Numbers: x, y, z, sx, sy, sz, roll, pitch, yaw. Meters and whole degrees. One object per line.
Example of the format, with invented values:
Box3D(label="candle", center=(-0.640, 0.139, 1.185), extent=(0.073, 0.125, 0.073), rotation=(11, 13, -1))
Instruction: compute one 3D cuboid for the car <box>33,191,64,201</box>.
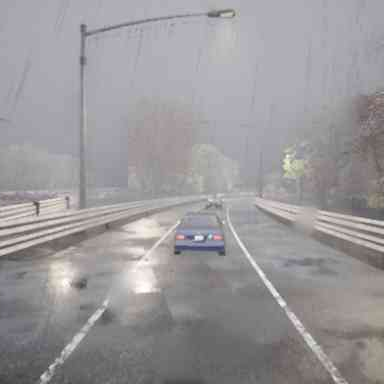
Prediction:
Box3D(label="car", center=(-18.619, 0.804, 43.481), extent=(2.128, 1.511, 4.902), rotation=(0, 0, -11))

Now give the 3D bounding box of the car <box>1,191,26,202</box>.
Box3D(label="car", center=(-27.118, 0.653, 50.500), extent=(1.882, 1.535, 5.008), rotation=(0, 1, -9))

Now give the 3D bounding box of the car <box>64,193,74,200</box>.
Box3D(label="car", center=(-21.531, 0.746, 57.447), extent=(1.895, 1.301, 4.718), rotation=(0, 1, -11))

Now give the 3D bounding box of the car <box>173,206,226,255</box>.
Box3D(label="car", center=(0.343, 1.487, 13.045), extent=(2.033, 1.411, 5.357), rotation=(0, 0, 3))

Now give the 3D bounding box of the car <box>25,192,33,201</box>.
Box3D(label="car", center=(-23.808, 0.710, 51.562), extent=(1.994, 1.385, 4.181), rotation=(-1, 3, -11))

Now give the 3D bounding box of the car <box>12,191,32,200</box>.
Box3D(label="car", center=(-28.298, 0.630, 55.502), extent=(1.837, 1.490, 4.892), rotation=(0, -1, -11))

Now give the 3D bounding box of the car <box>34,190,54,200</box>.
Box3D(label="car", center=(-24.815, 0.550, 55.937), extent=(1.882, 1.535, 5.008), rotation=(0, -4, -11))

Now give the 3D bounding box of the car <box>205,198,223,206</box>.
Box3D(label="car", center=(2.736, 1.402, 40.400), extent=(1.895, 1.301, 4.718), rotation=(0, 0, 7))
